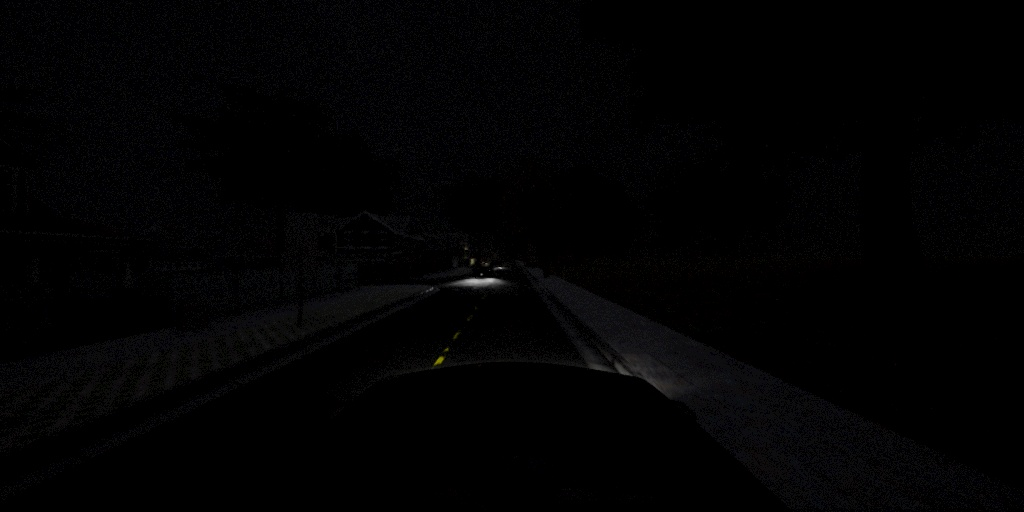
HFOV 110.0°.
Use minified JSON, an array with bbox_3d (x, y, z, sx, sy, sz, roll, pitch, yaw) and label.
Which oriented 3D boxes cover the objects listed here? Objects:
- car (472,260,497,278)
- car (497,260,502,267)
[{"bbox_3d":[-2.749,1.363,34.793,1.895,1.301,4.718,0,0,0],"label":"car"},{"bbox_3d":[-2.754,1.327,65.322,1.895,1.301,4.718,0,0,0],"label":"car"}]
